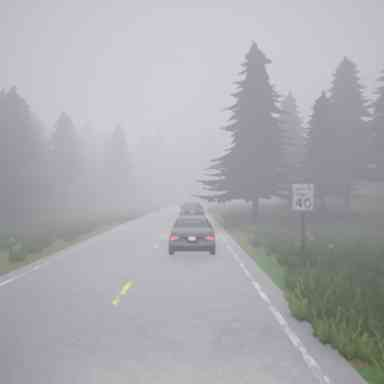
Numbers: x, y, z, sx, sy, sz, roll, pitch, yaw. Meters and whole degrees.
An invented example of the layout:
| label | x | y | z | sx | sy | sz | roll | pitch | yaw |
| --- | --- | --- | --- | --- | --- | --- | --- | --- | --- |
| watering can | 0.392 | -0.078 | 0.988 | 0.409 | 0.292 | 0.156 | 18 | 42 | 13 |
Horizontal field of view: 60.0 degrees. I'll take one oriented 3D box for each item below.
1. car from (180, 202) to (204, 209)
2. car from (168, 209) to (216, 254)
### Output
| label | x | y | z | sx | sy | sz | roll | pitch | yaw |
| --- | --- | --- | --- | --- | --- | --- | --- | --- | --- |
| car | 0.009 | 1.624 | 29.090 | 2.097 | 1.767 | 4.553 | 0 | -1 | 0 |
| car | 0.004 | 1.680 | 13.995 | 2.033 | 1.411 | 5.357 | 0 | -1 | 0 |
